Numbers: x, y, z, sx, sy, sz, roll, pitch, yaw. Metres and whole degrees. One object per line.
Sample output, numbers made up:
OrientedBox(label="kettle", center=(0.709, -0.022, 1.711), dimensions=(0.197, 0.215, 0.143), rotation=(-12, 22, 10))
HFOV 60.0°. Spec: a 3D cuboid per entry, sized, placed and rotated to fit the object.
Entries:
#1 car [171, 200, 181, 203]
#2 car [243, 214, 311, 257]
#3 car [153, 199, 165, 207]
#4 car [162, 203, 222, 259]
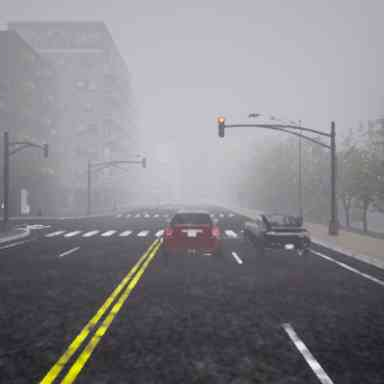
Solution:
OrientedBox(label="car", center=(-3.287, 2.293, 66.940), dimensions=(1.895, 1.301, 4.718), rotation=(0, -1, 0))
OrientedBox(label="car", center=(3.266, 1.630, 13.509), dimensions=(2.128, 1.511, 4.902), rotation=(0, 0, 0))
OrientedBox(label="car", center=(-6.539, 2.220, 66.966), dimensions=(1.812, 1.442, 4.674), rotation=(0, -1, 0))
OrientedBox(label="car", center=(0.016, 1.487, 13.422), dimensions=(2.097, 1.767, 4.553), rotation=(0, -1, 0))
